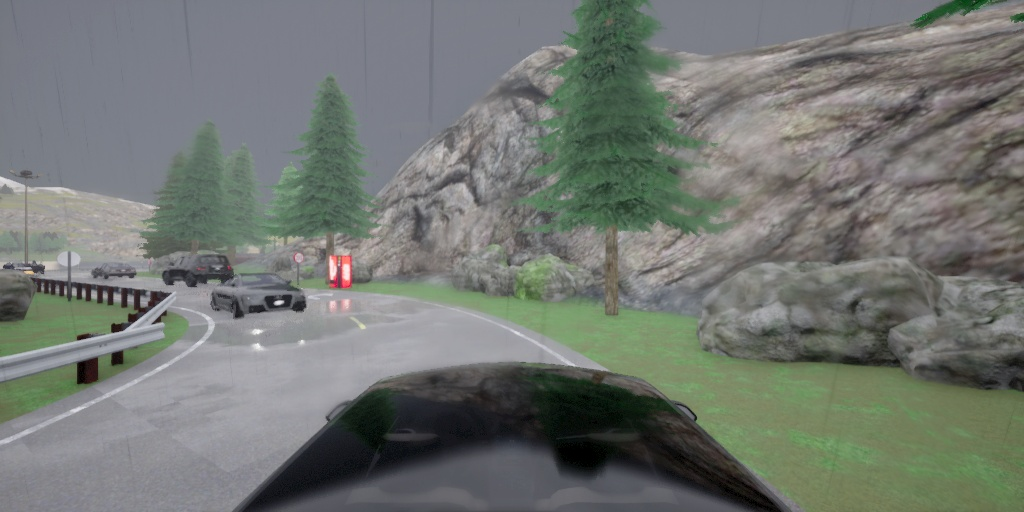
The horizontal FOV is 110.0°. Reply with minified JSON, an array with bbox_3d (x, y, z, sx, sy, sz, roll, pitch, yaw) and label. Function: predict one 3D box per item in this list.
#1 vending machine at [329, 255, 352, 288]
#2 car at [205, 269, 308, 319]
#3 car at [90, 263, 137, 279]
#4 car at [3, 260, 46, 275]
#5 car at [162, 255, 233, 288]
[{"bbox_3d":[-10.802,0.943,22.590,0.880,2.100,1.100,0,0,28],"label":"vending machine"},{"bbox_3d":[-9.056,1.312,12.788,4.181,1.385,1.994,0,0,39],"label":"car"},{"bbox_3d":[-35.332,1.294,31.805,5.357,1.411,2.033,0,0,29],"label":"car"},{"bbox_3d":[-44.824,0.996,32.959,4.718,1.301,1.895,0,0,29],"label":"car"},{"bbox_3d":[-21.145,0.959,24.148,5.566,2.045,2.150,-1,-1,28],"label":"car"}]
